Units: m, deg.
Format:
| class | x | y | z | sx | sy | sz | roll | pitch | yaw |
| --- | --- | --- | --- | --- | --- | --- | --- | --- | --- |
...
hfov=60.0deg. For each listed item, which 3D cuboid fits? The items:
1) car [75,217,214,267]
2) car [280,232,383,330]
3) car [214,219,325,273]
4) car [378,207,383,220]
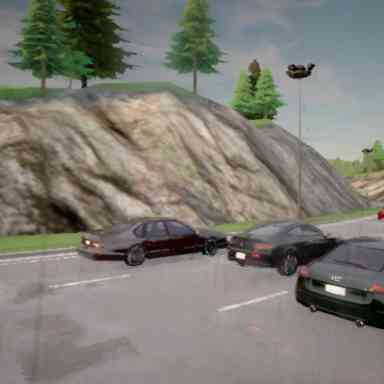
| class | x | y | z | sx | sy | sz | roll | pitch | yaw |
| --- | --- | --- | --- | --- | --- | --- | --- | --- | --- |
| car | -1.174 | 1.601 | 11.601 | 5.357 | 1.411 | 2.033 | 1 | 0 | -37 |
| car | 3.978 | 1.628 | 6.796 | 4.181 | 1.385 | 1.994 | 1 | 0 | -38 |
| car | 3.127 | 1.604 | 10.564 | 4.674 | 1.442 | 1.812 | 1 | 0 | -39 |
| car | 18.702 | 1.862 | 30.906 | 1.994 | 1.385 | 4.181 | 0 | 0 | 40 |
